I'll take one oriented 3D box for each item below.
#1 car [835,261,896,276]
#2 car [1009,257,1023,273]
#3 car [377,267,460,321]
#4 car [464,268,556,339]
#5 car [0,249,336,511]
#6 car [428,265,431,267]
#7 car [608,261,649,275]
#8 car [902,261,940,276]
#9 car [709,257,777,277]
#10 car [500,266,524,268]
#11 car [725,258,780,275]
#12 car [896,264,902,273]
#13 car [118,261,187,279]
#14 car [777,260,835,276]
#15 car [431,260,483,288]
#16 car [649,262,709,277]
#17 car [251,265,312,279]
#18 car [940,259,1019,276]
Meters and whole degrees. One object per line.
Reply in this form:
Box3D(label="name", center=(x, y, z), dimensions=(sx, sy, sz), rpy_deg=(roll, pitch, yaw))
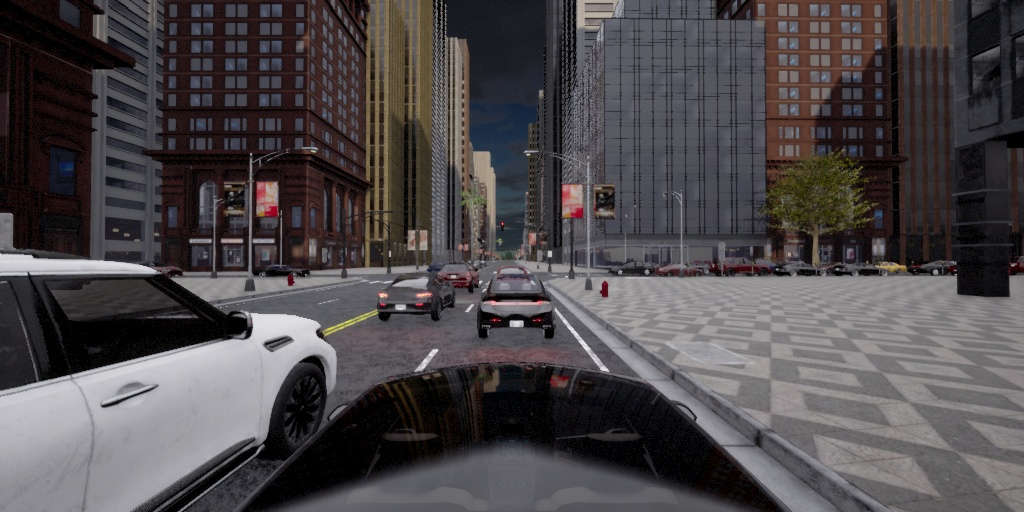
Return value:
Box3D(label="car", center=(32.231, 1.258, 33.241), dimensions=(4.313, 1.339, 1.948), rpy_deg=(0, 0, -1))
Box3D(label="car", center=(49.145, 0.971, 33.502), dimensions=(5.009, 1.841, 2.192), rpy_deg=(0, 0, -1))
Box3D(label="car", center=(-3.149, 1.287, 12.437), dimensions=(1.812, 1.442, 4.674), rpy_deg=(0, 0, 0))
Box3D(label="car", center=(0.099, 1.248, 10.124), dimensions=(2.128, 1.511, 4.902), rpy_deg=(0, 0, 0))
Box3D(label="car", center=(-3.151, 0.969, 1.877), dimensions=(2.150, 2.045, 5.566), rpy_deg=(0, 0, 0))
Box3D(label="car", center=(-9.904, 1.489, 47.920), dimensions=(2.033, 1.411, 5.357), rpy_deg=(0, 0, 1))
Box3D(label="car", center=(12.851, 1.326, 38.718), dimensions=(4.892, 1.490, 1.837), rpy_deg=(0, -1, -1))
Box3D(label="car", center=(42.856, 1.204, 36.031), dimensions=(4.892, 1.490, 1.837), rpy_deg=(0, -1, -1))
Box3D(label="car", center=(20.957, 1.040, 33.067), dimensions=(5.009, 1.841, 2.192), rpy_deg=(0, 0, -1))
Box3D(label="car", center=(0.001, 1.259, 19.625), dimensions=(1.882, 1.535, 5.008), rpy_deg=(0, 0, 0))
Box3D(label="car", center=(26.009, 1.130, 38.922), dimensions=(4.553, 1.767, 2.097), rpy_deg=(0, -1, -1))
Box3D(label="car", center=(43.211, 1.294, 41.936), dimensions=(4.829, 1.417, 1.751), rpy_deg=(0, 0, -1))
Box3D(label="car", center=(-35.031, 1.335, 35.025), dimensions=(4.553, 1.767, 2.097), rpy_deg=(0, -1, 0))
Box3D(label="car", center=(26.594, 1.274, 33.154), dimensions=(4.313, 1.339, 1.948), rpy_deg=(0, 0, -1))
Box3D(label="car", center=(-3.148, 1.141, 21.417), dimensions=(2.097, 1.767, 4.553), rpy_deg=(0, 0, 0))
Box3D(label="car", center=(15.318, 1.326, 32.980), dimensions=(4.207, 1.307, 1.802), rpy_deg=(0, 0, -1))
Box3D(label="car", center=(-22.397, 1.526, 35.011), dimensions=(4.718, 1.301, 1.895), rpy_deg=(0, -1, -3))
Box3D(label="car", center=(43.507, 1.212, 33.416), dimensions=(4.507, 1.381, 1.888), rpy_deg=(0, 0, -1))
